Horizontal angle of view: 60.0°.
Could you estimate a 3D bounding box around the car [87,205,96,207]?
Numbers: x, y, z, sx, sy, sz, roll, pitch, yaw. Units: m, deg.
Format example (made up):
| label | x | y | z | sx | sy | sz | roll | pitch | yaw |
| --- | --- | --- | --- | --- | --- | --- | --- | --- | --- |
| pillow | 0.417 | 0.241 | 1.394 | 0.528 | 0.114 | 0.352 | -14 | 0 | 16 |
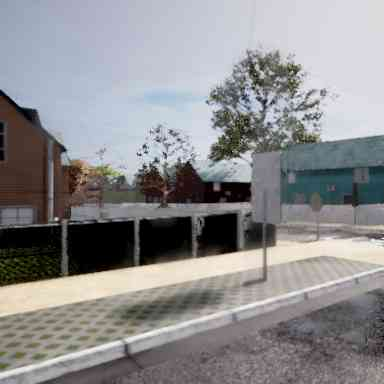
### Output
| label | x | y | z | sx | sy | sz | roll | pitch | yaw |
| --- | --- | --- | --- | --- | --- | --- | --- | --- | --- |
| car | -15.122 | 2.692 | 49.610 | 1.994 | 1.385 | 4.181 | 0 | -2 | -35 |
